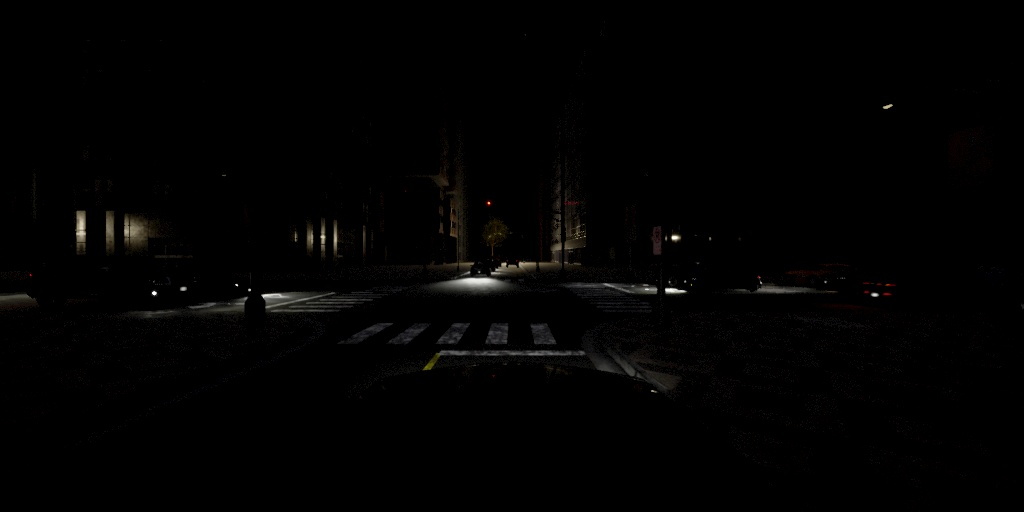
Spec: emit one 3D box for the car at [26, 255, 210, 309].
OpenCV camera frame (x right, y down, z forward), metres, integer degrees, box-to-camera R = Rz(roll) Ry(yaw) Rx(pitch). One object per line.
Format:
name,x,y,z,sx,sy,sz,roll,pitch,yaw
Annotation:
car,-16.005,0.967,14.545,5.566,2.045,2.150,0,0,2

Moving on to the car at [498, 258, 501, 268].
car,-3.106,1.311,56.022,1.994,1.385,4.181,0,0,0

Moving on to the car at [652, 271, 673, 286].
car,12.098,1.353,24.351,4.718,1.301,1.895,0,0,3

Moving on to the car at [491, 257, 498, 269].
car,-3.096,1.252,46.038,1.837,1.490,4.892,0,0,0

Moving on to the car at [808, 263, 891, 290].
car,20.883,1.261,21.059,4.902,1.511,2.128,0,0,0

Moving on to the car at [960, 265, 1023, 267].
car,23.063,1.326,17.601,5.357,1.411,2.033,0,0,0

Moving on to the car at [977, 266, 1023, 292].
car,30.765,1.309,21.010,4.674,1.442,1.812,0,0,0

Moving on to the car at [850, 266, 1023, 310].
car,16.965,1.283,14.376,4.892,1.490,1.837,0,0,0

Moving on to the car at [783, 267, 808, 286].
car,21.233,1.241,24.307,5.008,1.535,1.882,0,0,0

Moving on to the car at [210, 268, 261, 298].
car,-15.626,1.287,17.770,5.357,1.411,2.033,0,0,0

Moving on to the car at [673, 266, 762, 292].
car,12.187,1.323,21.098,4.181,1.385,1.994,0,0,0

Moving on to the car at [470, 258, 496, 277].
car,-3.080,1.239,36.082,2.128,1.511,4.902,0,0,0

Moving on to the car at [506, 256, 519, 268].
car,0.079,0.966,63.222,2.150,2.045,5.566,0,0,0
